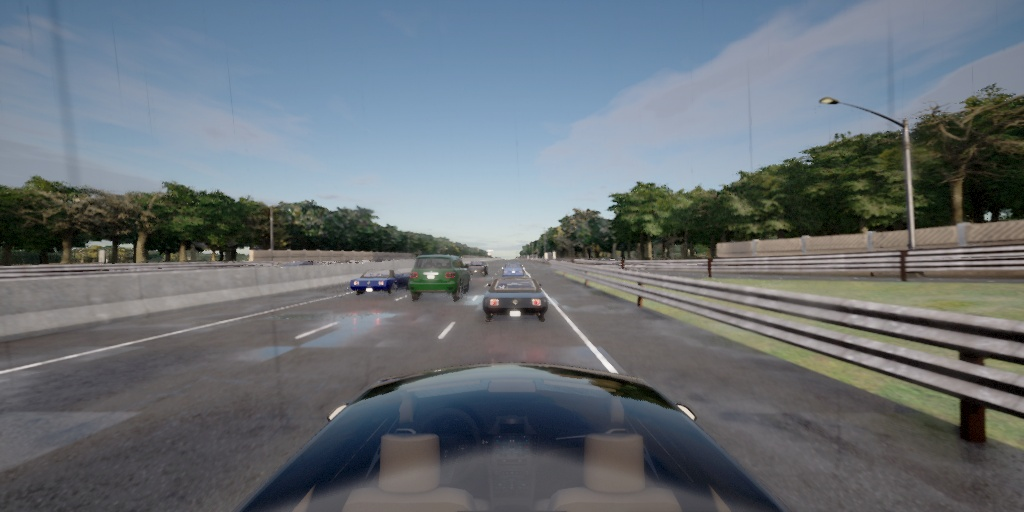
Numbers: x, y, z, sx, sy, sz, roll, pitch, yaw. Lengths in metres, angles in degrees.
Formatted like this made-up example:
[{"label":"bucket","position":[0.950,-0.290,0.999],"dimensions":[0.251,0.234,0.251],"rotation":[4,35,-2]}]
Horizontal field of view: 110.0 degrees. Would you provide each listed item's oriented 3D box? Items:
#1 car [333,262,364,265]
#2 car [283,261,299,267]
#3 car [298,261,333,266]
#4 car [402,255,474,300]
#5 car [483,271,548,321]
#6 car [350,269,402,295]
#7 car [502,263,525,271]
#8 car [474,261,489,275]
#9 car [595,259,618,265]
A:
[{"label":"car","position":[-17.545,1.346,40.030],"dimensions":[1.895,1.301,4.718],"rotation":[0,0,1]},{"label":"car","position":[-24.528,1.293,41.673],"dimensions":[2.033,1.411,5.357],"rotation":[0,0,0]},{"label":"car","position":[-21.048,1.346,39.738],"dimensions":[1.895,1.301,4.718],"rotation":[0,0,1]},{"label":"car","position":[-3.399,0.971,17.703],"dimensions":[2.150,2.045,5.566],"rotation":[0,0,0]},{"label":"car","position":[0.101,1.351,12.417],"dimensions":[1.895,1.301,4.718],"rotation":[0,0,0]},{"label":"car","position":[-6.898,1.349,19.571],"dimensions":[1.895,1.301,4.718],"rotation":[0,0,0]},{"label":"car","position":[0.103,1.293,30.457],"dimensions":[2.033,1.411,5.357],"rotation":[0,0,0]},{"label":"car","position":[-3.397,1.236,36.064],"dimensions":[2.128,1.511,4.902],"rotation":[0,0,0]},{"label":"car","position":[12.039,1.142,47.316],"dimensions":[1.837,1.490,4.892],"rotation":[0,0,-20]}]
